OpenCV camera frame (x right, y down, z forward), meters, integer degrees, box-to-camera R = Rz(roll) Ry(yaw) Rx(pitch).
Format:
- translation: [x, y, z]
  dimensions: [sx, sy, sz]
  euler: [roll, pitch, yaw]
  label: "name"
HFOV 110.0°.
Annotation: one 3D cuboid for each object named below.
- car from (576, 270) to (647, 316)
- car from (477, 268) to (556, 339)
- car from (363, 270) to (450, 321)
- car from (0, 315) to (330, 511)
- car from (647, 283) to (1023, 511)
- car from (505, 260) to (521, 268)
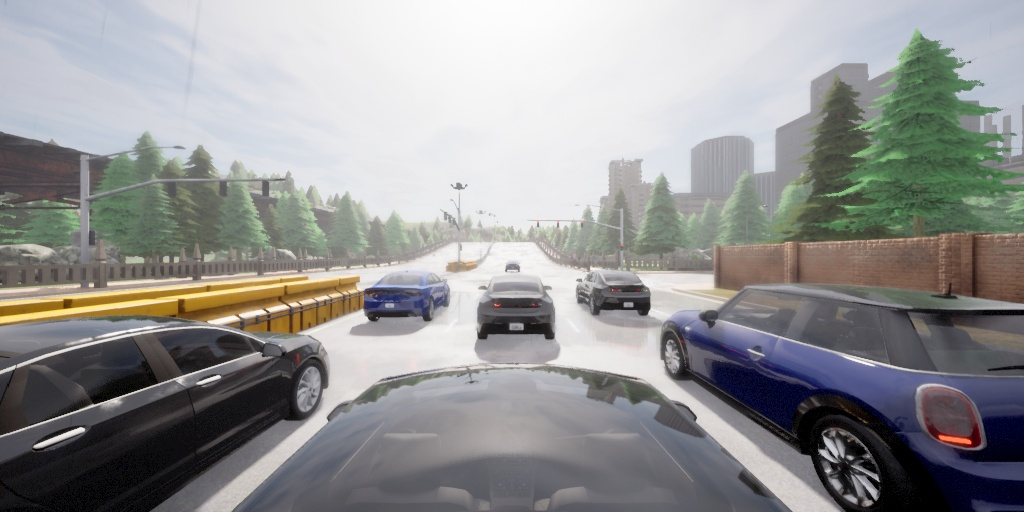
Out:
- translation: [3.617, 1.255, 13.454]
  dimensions: [1.837, 1.490, 4.892]
  euler: [0, 0, 1]
  label: "car"
- translation: [0.098, 1.255, 10.021]
  dimensions: [1.837, 1.490, 4.892]
  euler: [0, 0, 0]
  label: "car"
- translation: [-3.401, 1.228, 12.444]
  dimensions: [1.882, 1.535, 5.008]
  euler: [0, 0, 0]
  label: "car"
- translation: [-3.400, 1.255, 2.951]
  dimensions: [1.837, 1.490, 4.892]
  euler: [0, 0, 0]
  label: "car"
- translation: [3.601, 1.102, 4.370]
  dimensions: [2.097, 1.767, 4.553]
  euler: [0, 0, 0]
  label: "car"
- translation: [0.081, 1.276, 46.215]
  dimensions: [1.812, 1.442, 4.674]
  euler: [0, 0, 0]
  label: "car"
